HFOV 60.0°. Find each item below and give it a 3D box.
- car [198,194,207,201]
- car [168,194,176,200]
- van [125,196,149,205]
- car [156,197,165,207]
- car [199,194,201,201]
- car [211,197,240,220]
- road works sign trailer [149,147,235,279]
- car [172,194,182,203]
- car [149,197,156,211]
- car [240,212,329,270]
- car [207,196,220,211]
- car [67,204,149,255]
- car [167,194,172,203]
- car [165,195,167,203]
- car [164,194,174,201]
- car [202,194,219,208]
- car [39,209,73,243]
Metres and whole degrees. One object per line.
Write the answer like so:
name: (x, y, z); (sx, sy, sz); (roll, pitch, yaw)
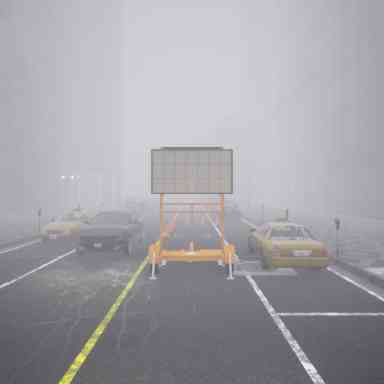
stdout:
car: (2.858, 1.433, 89.601); (2.192, 1.841, 5.009); (0, 0, 0)
car: (-5.667, 1.455, 95.249); (2.192, 1.841, 5.009); (0, 0, 0)
van: (-5.665, 1.334, 33.221); (1.690, 1.788, 3.998); (0, 0, 0)
car: (-5.666, 1.457, 50.138); (1.967, 1.590, 4.097); (0, 0, 0)
car: (2.859, 1.478, 61.403); (1.967, 1.590, 4.097); (0, 0, 0)
car: (2.859, 1.430, 27.567); (1.967, 1.590, 4.097); (0, 0, 0)
road works sign trailer: (0.000, 0.460, 9.960); (2.380, 3.560, 2.880); (0, 0, 0)
car: (-2.999, 1.651, 68.041); (1.895, 1.301, 4.718); (0, 0, 0)
car: (-5.666, 1.564, 38.860); (1.947, 1.339, 4.313); (0, 0, 0)
car: (2.866, 1.520, 10.851); (1.752, 1.417, 4.829); (0, 0, 1)
car: (2.860, 1.433, 33.205); (1.967, 1.590, 4.097); (0, 0, 0)
car: (-3.100, 1.472, 13.430); (1.882, 1.535, 5.008); (0, 0, 0)
car: (-5.666, 1.631, 67.055); (1.802, 1.307, 4.206); (0, 0, 0)
car: (-5.666, 1.572, 55.776); (1.887, 1.381, 4.507); (0, 0, 0)
car: (-5.667, 1.410, 83.970); (2.192, 1.841, 5.009); (0, 0, 0)
car: (2.859, 1.322, 44.485); (2.192, 1.841, 5.009); (0, 0, 0)
car: (-5.667, 1.519, 16.096); (1.752, 1.417, 4.829); (0, 0, 1)
